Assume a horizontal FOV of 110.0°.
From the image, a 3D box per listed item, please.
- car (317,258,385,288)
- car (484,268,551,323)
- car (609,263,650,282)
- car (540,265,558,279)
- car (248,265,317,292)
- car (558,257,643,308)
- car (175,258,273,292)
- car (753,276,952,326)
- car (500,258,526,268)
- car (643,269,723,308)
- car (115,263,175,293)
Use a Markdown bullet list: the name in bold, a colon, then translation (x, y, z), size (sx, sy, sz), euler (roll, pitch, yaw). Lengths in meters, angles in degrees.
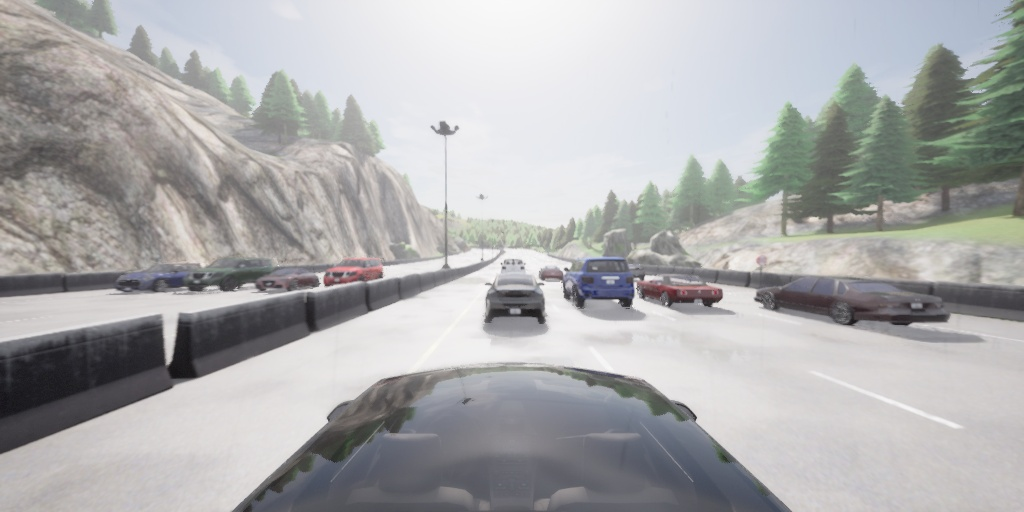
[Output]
- **car**: translation (-10.545, 1.122, 24.430), size (2.150, 2.045, 5.566), euler (0, -1, 1)
- **car**: translation (0.098, 1.326, 12.495), size (1.837, 1.490, 4.892), euler (0, 0, 0)
- **car**: translation (10.598, 1.445, 32.826), size (2.128, 1.511, 4.902), euler (0, 0, 0)
- **car**: translation (3.598, 1.520, 33.568), size (1.994, 1.385, 4.181), euler (0, 0, 0)
- **car**: translation (-14.058, 1.452, 22.728), size (1.994, 1.385, 4.181), euler (0, -1, 0)
- **car**: translation (3.598, 1.065, 15.779), size (2.150, 2.045, 5.566), euler (0, 0, 0)
- **car**: translation (-17.559, 1.110, 22.755), size (2.150, 2.045, 5.566), euler (0, -1, 0)
- **car**: translation (10.598, 1.367, 11.895), size (2.033, 1.411, 5.357), euler (0, 0, 0)
- **car**: translation (0.098, 1.172, 32.499), size (2.150, 2.045, 5.566), euler (0, 0, 0)
- **car**: translation (7.098, 1.446, 15.868), size (1.895, 1.301, 4.718), euler (0, 0, 0)
- **car**: translation (-21.062, 1.231, 21.919), size (2.097, 1.767, 4.553), euler (0, 0, 0)
